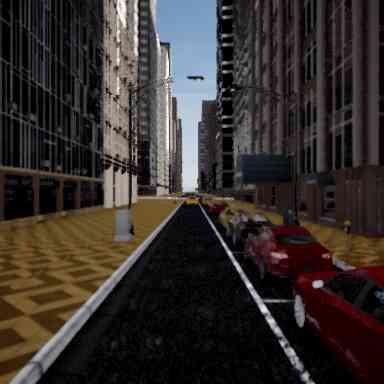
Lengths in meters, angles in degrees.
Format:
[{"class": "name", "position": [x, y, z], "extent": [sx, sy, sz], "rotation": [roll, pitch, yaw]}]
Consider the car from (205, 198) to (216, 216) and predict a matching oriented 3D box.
[{"class": "car", "position": [2.559, 1.537, 31.709], "extent": [1.887, 1.381, 4.507], "rotation": [0, 0, 0]}]

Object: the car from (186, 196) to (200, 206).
[{"class": "car", "position": [-0.010, 1.459, 55.052], "extent": [1.882, 1.535, 5.008], "rotation": [0, 0, 0]}]

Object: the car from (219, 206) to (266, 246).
[{"class": "car", "position": [2.561, 1.548, 15.056], "extent": [2.008, 1.369, 4.403], "rotation": [0, 0, 0]}]

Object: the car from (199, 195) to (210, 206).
[{"class": "car", "position": [2.555, 1.508, 54.085], "extent": [1.752, 1.417, 4.829], "rotation": [0, 0, 0]}]

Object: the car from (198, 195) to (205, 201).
[{"class": "car", "position": [2.549, 1.483, 87.393], "extent": [1.752, 1.417, 4.829], "rotation": [0, 0, 0]}]

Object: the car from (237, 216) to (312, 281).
[{"class": "car", "position": [2.563, 1.580, 9.505], "extent": [1.802, 1.307, 4.206], "rotation": [0, 0, 0]}]

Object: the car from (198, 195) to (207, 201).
[{"class": "car", "position": [2.550, 1.508, 81.672], "extent": [1.887, 1.381, 4.507], "rotation": [0, 0, 0]}]

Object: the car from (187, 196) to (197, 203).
[{"class": "car", "position": [-0.013, 1.525, 69.671], "extent": [1.994, 1.385, 4.181], "rotation": [0, 0, 0]}]

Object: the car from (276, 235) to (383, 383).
[{"class": "car", "position": [2.563, 1.544, 3.953], "extent": [1.887, 1.381, 4.507], "rotation": [0, 0, 0]}]

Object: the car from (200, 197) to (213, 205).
[{"class": "car", "position": [2.554, 1.530, 59.466], "extent": [2.008, 1.369, 4.403], "rotation": [0, 0, 0]}]

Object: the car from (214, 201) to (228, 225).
[{"class": "car", "position": [2.560, 1.521, 20.777], "extent": [1.752, 1.417, 4.829], "rotation": [0, 0, 0]}]
